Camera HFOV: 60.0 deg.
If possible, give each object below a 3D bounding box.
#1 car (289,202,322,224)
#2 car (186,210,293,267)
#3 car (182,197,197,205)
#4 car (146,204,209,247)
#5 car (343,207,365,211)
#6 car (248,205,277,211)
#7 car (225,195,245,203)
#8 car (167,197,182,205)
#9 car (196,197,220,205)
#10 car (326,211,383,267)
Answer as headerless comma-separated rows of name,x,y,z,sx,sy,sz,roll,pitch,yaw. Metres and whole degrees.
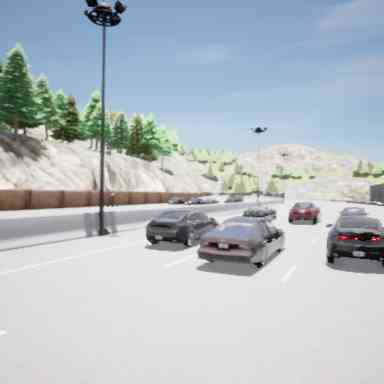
car,9.291,1.561,27.093,2.097,1.767,4.553,1,0,26
car,1.987,1.608,11.785,2.033,1.411,5.357,1,0,26
car,0.673,1.676,59.000,2.128,1.511,4.902,1,0,24
car,-0.233,1.545,15.224,1.837,1.490,4.892,1,0,26
car,11.535,1.779,23.727,2.033,1.411,5.357,1,0,26
car,5.896,1.766,28.128,1.895,1.301,4.718,1,0,26
car,7.398,1.496,56.875,2.150,2.045,5.566,1,0,24
car,-2.723,1.630,59.955,2.128,1.511,4.902,1,0,24
car,3.108,1.757,55.810,2.033,1.411,5.357,1,0,24
car,5.936,1.618,11.906,1.837,1.490,4.892,1,-1,26
